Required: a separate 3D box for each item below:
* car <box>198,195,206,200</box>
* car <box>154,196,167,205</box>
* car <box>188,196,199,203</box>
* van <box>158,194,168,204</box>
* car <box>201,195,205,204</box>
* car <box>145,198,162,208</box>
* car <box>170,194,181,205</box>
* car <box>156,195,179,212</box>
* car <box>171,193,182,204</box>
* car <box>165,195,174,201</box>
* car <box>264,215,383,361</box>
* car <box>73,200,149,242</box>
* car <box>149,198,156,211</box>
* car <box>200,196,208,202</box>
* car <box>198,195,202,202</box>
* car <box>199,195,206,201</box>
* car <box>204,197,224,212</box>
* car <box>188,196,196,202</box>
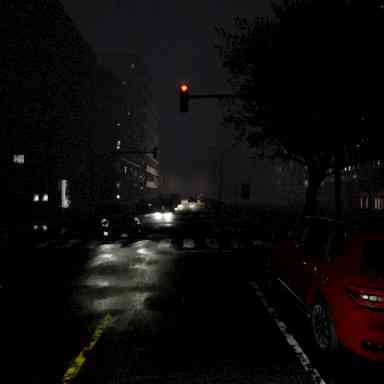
[{"bbox_3d":[2.736,1.637,93.615,2.008,1.369,4.403,0,0,0],"label":"car"},{"bbox_3d":[-5.660,1.475,60.424,1.967,1.590,4.097,0,0,0],"label":"car"},{"bbox_3d":[0.137,1.611,69.469,1.994,1.385,4.181,0,0,0],"label":"car"},{"bbox_3d":[-5.657,1.383,65.957,1.690,1.788,3.998,0,0,0],"label":"van"},{"bbox_3d":[2.715,1.548,49.524,1.752,1.417,4.829,0,0,0],"label":"car"},{"bbox_3d":[-5.665,1.573,49.358,2.008,1.369,4.403,0,0,0],"label":"car"},{"bbox_3d":[-3.062,1.500,49.409,1.882,1.535,5.008,0,0,0],"label":"car"},{"bbox_3d":[-3.074,1.504,39.188,2.128,1.511,4.902,0,0,2],"label":"car"},{"bbox_3d":[-3.037,1.256,60.122,2.150,2.045,5.566,0,0,0],"label":"car"},{"bbox_3d":[-5.650,1.506,82.554,1.967,1.590,4.097,0,0,0],"label":"car"},{"bbox_3d":[2.696,1.315,5.900,2.192,1.841,5.009,0,0,0],"label":"car"},{"bbox_3d":[-4.287,1.354,16.592,2.097,1.767,4.553,-1,0,-36],"label":"car"},{"bbox_3d":[-5.670,1.562,38.292,2.008,1.369,4.403,0,0,0],"label":"car"},{"bbox_3d":[2.728,1.583,77.187,1.752,1.417,4.829,0,0,0],"label":"car"},{"bbox_3d":[2.723,1.624,65.951,1.802,1.307,4.206,0,0,0],"label":"car"},{"bbox_3d":[2.733,1.620,88.083,1.887,1.381,4.507,0,0,0],"label":"car"},{"bbox_3d":[2.710,1.556,38.288,1.887,1.381,4.507,0,0,0],"label":"car"},{"bbox_3d":[0.040,1.656,79.369,1.895,1.301,4.718,0,0,0],"label":"car"}]
